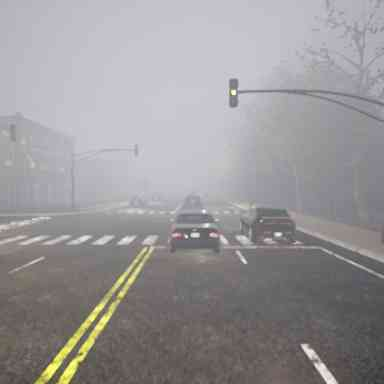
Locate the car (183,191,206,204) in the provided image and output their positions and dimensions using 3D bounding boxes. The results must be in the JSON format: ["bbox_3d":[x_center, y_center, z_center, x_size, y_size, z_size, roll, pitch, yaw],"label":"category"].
[{"bbox_3d":[0.108,1.022,35.881,2.097,1.767,4.553,0,1,0],"label":"car"}]

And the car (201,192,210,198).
[{"bbox_3d":[3.265,0.643,79.806,1.994,1.385,4.181,0,1,0],"label":"car"}]

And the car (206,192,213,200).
[{"bbox_3d":[3.263,0.874,69.388,2.128,1.511,4.902,0,1,0],"label":"car"}]

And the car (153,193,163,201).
[{"bbox_3d":[-6.493,0.914,62.505,2.128,1.511,4.902,0,0,0],"label":"car"}]

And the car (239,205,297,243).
[{"bbox_3d":[3.354,1.365,15.356,1.837,1.490,4.892,0,1,0],"label":"car"}]

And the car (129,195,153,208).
[{"bbox_3d":[-6.578,1.108,41.662,2.128,1.511,4.902,0,0,0],"label":"car"}]

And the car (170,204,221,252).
[{"bbox_3d":[0.103,1.425,13.299,2.033,1.411,5.357,0,1,0],"label":"car"}]
